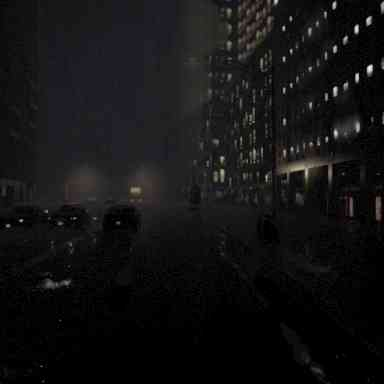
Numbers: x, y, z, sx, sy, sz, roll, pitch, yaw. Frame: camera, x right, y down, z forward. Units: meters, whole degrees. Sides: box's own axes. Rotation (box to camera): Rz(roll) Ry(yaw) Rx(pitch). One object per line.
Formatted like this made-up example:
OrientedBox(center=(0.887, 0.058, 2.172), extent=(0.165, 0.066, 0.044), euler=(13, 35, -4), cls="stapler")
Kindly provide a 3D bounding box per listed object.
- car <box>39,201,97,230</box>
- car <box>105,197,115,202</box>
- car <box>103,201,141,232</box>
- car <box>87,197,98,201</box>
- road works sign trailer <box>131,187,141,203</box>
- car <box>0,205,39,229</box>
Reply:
OrientedBox(center=(-7.773, 1.545, 21.475), extent=(2.128, 1.511, 4.902), euler=(0, 0, -6), cls="car")
OrientedBox(center=(-15.305, 1.695, 62.165), extent=(1.994, 1.385, 4.181), euler=(0, 0, -15), cls="car")
OrientedBox(center=(-4.213, 1.531, 20.493), extent=(1.882, 1.535, 5.008), euler=(0, 0, -5), cls="car")
OrientedBox(center=(-18.973, 1.663, 63.277), extent=(2.033, 1.411, 5.357), euler=(0, 0, -16), cls="car")
OrientedBox(center=(-13.111, 0.661, 77.283), extent=(2.380, 3.560, 2.880), euler=(0, 0, -20), cls="road works sign trailer")
OrientedBox(center=(-11.076, 1.601, 22.205), extent=(2.033, 1.411, 5.357), euler=(0, 0, -6), cls="car")
